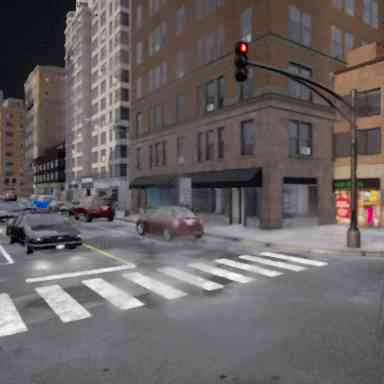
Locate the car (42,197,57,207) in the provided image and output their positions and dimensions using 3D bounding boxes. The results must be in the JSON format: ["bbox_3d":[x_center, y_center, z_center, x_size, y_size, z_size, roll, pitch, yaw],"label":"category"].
[{"bbox_3d":[-13.996,1.533,34.970,2.008,1.369,4.403,0,0,-35],"label":"car"}]

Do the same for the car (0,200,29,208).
[{"bbox_3d":[-13.596,1.541,24.340,2.033,1.411,5.357,0,0,-34],"label":"car"}]

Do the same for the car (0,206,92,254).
[{"bbox_3d":[-6.311,1.548,13.849,2.033,1.411,5.357,0,0,-39],"label":"car"}]

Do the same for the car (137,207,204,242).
[{"bbox_3d":[-1.201,1.439,16.656,1.967,1.590,4.097,0,0,-35],"label":"car"}]

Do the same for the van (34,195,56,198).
[{"bbox_3d":[-17.194,1.315,39.549,1.690,1.788,3.998,0,0,-35],"label":"van"}]

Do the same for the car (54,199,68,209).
[{"bbox_3d":[-10.797,1.556,30.391,1.947,1.339,4.313,0,0,-35],"label":"car"}]

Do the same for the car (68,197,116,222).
[{"bbox_3d":[-7.599,1.309,25.813,2.192,1.841,5.009,0,0,-35],"label":"car"}]

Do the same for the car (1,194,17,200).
[{"bbox_3d":[-36.385,1.221,67.018,2.192,1.841,5.009,0,0,-35],"label":"car"}]

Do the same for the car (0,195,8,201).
[{"bbox_3d":[-45.982,1.432,80.753,1.947,1.339,4.313,0,0,-35],"label":"car"}]

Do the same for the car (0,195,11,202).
[{"bbox_3d":[-42.783,1.446,76.175,1.947,1.339,4.313,0,0,-35],"label":"car"}]

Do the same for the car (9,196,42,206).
[{"bbox_3d":[-18.630,1.524,37.128,2.033,1.411,5.357,0,0,-35],"label":"car"}]
